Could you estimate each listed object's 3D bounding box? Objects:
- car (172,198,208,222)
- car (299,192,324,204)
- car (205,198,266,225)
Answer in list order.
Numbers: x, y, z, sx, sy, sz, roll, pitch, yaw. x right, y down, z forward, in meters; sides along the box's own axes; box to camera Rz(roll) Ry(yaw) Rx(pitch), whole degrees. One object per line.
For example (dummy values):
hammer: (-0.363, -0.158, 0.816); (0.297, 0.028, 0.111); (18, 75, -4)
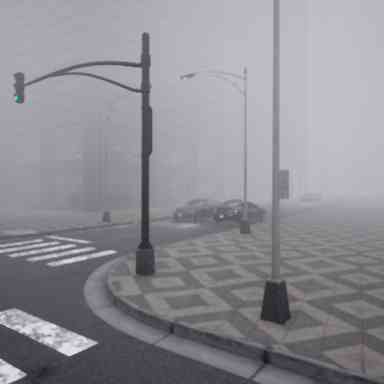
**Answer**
car: (0.588, 1.168, 22.921); (1.812, 1.442, 4.674); (0, 1, 35)
car: (16.023, 0.767, 44.286); (2.033, 1.411, 5.357); (0, 1, 36)
car: (3.023, 1.183, 20.835); (1.812, 1.442, 4.674); (0, 1, 36)
